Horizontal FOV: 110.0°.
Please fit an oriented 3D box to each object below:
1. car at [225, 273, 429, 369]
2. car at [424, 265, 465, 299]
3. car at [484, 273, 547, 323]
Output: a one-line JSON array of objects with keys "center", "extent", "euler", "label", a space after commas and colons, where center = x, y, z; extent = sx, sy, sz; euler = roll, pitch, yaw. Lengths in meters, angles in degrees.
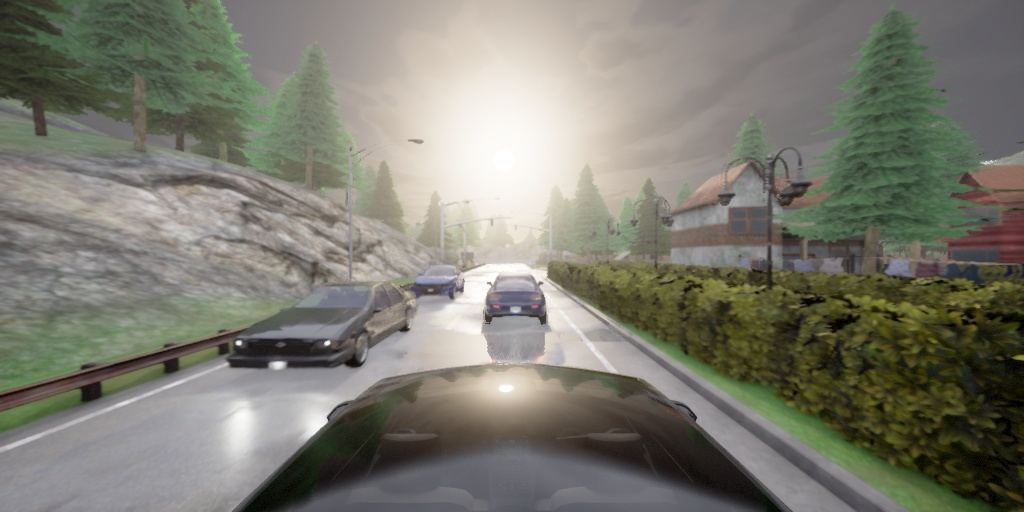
[{"center": [-3.595, 1.294, 8.166], "extent": [2.033, 1.411, 5.357], "euler": [0, 0, 0], "label": "car"}, {"center": [-3.564, 1.220, 18.197], "extent": [1.882, 1.535, 5.008], "euler": [0, 0, 0], "label": "car"}, {"center": [0.101, 1.271, 11.919], "extent": [1.812, 1.442, 4.674], "euler": [0, 0, 0], "label": "car"}]
